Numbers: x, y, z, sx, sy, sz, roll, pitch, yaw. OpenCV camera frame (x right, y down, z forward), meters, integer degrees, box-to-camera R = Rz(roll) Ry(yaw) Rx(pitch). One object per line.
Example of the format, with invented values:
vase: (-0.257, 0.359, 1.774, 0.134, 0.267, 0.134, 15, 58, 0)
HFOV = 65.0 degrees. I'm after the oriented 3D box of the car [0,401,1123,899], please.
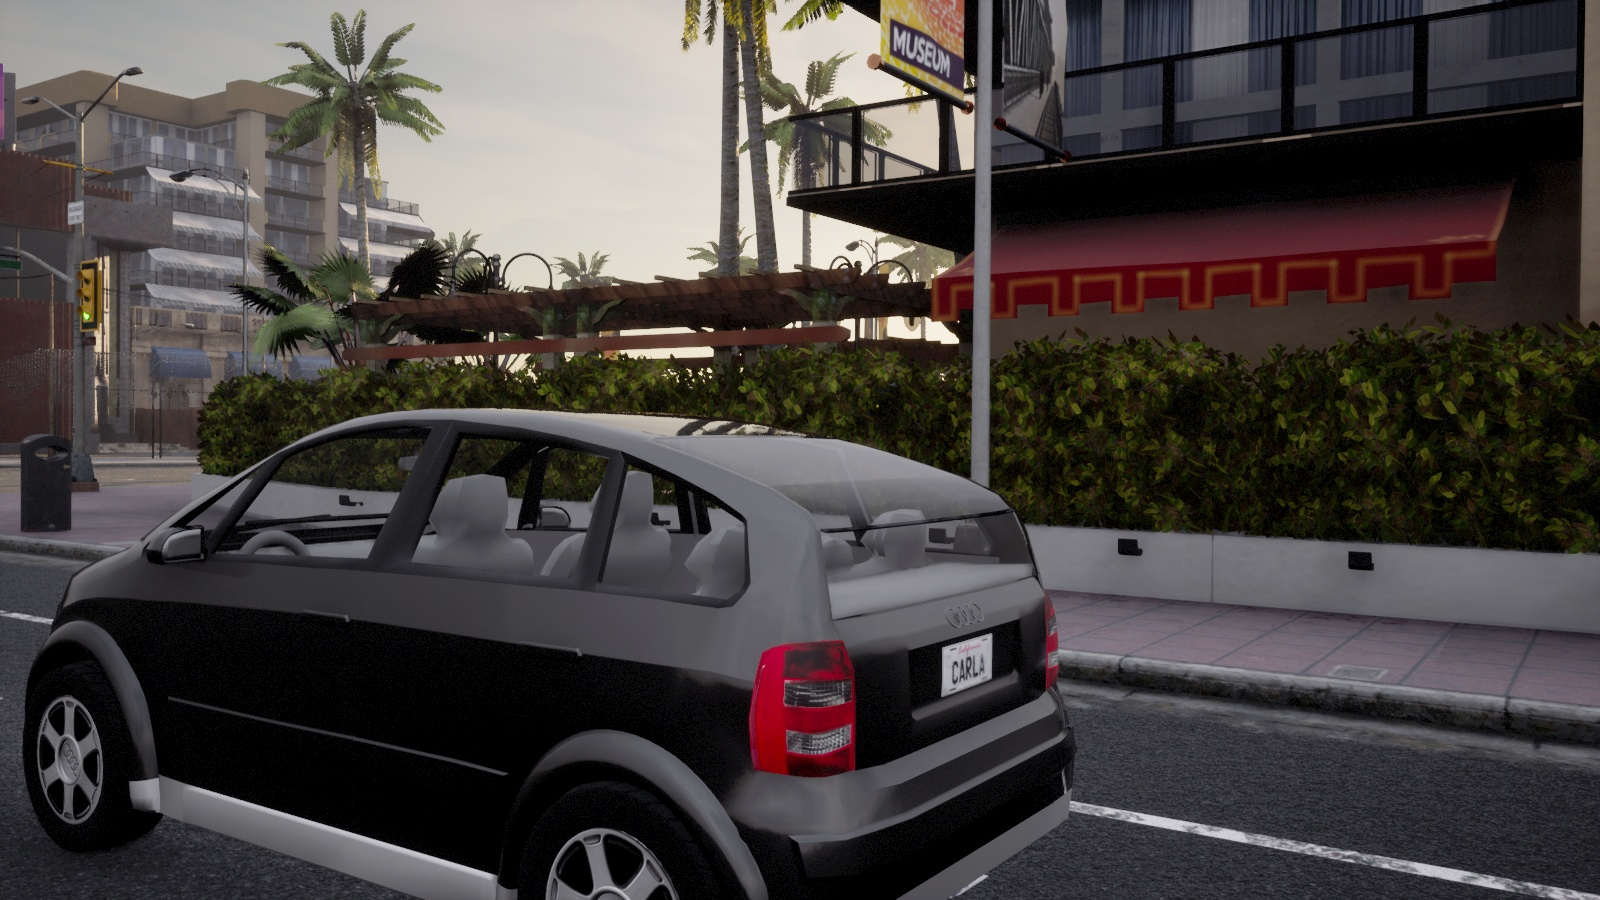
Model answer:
car: (-1.011, 0.660, 4.288, 3.705, 1.549, 1.789, 0, 1, 34)
